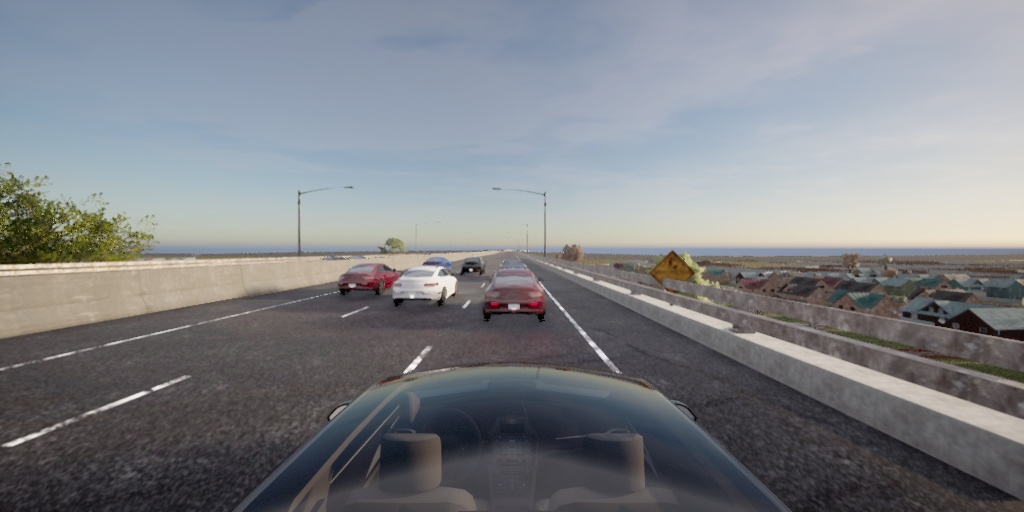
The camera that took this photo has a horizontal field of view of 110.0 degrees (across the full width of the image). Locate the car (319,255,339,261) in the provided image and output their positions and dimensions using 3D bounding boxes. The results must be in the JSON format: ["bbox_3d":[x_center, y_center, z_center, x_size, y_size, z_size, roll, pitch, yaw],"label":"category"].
[{"bbox_3d":[-24.529,0.633,48.925,2.128,1.511,4.902,0,1,0],"label":"car"}]

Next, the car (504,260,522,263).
[{"bbox_3d":[0.091,0.972,27.174,2.033,1.411,5.357,0,1,0],"label":"car"}]

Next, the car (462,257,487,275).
[{"bbox_3d":[-3.384,0.865,32.073,1.837,1.490,4.892,0,1,0],"label":"car"}]

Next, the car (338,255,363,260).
[{"bbox_3d":[-21.033,0.672,48.337,1.812,1.442,4.674,0,1,0],"label":"car"}]

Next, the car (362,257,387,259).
[{"bbox_3d":[-17.541,0.759,47.460,1.895,1.301,4.718,0,1,0],"label":"car"}]

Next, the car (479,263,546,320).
[{"bbox_3d":[0.072,1.147,11.823,1.812,1.442,4.674,0,1,0],"label":"car"}]

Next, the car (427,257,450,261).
[{"bbox_3d":[-6.880,0.820,33.443,1.882,1.535,5.008,0,1,0],"label":"car"}]

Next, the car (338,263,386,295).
[{"bbox_3d":[-6.897,1.072,17.791,1.812,1.442,4.674,0,1,0],"label":"car"}]

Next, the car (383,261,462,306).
[{"bbox_3d":[-3.410,1.113,14.612,1.812,1.442,4.674,0,1,0],"label":"car"}]

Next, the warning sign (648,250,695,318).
[{"bbox_3d":[4.558,0.756,10.300,1.300,1.860,1.060,0,0,0],"label":"warning sign"}]
